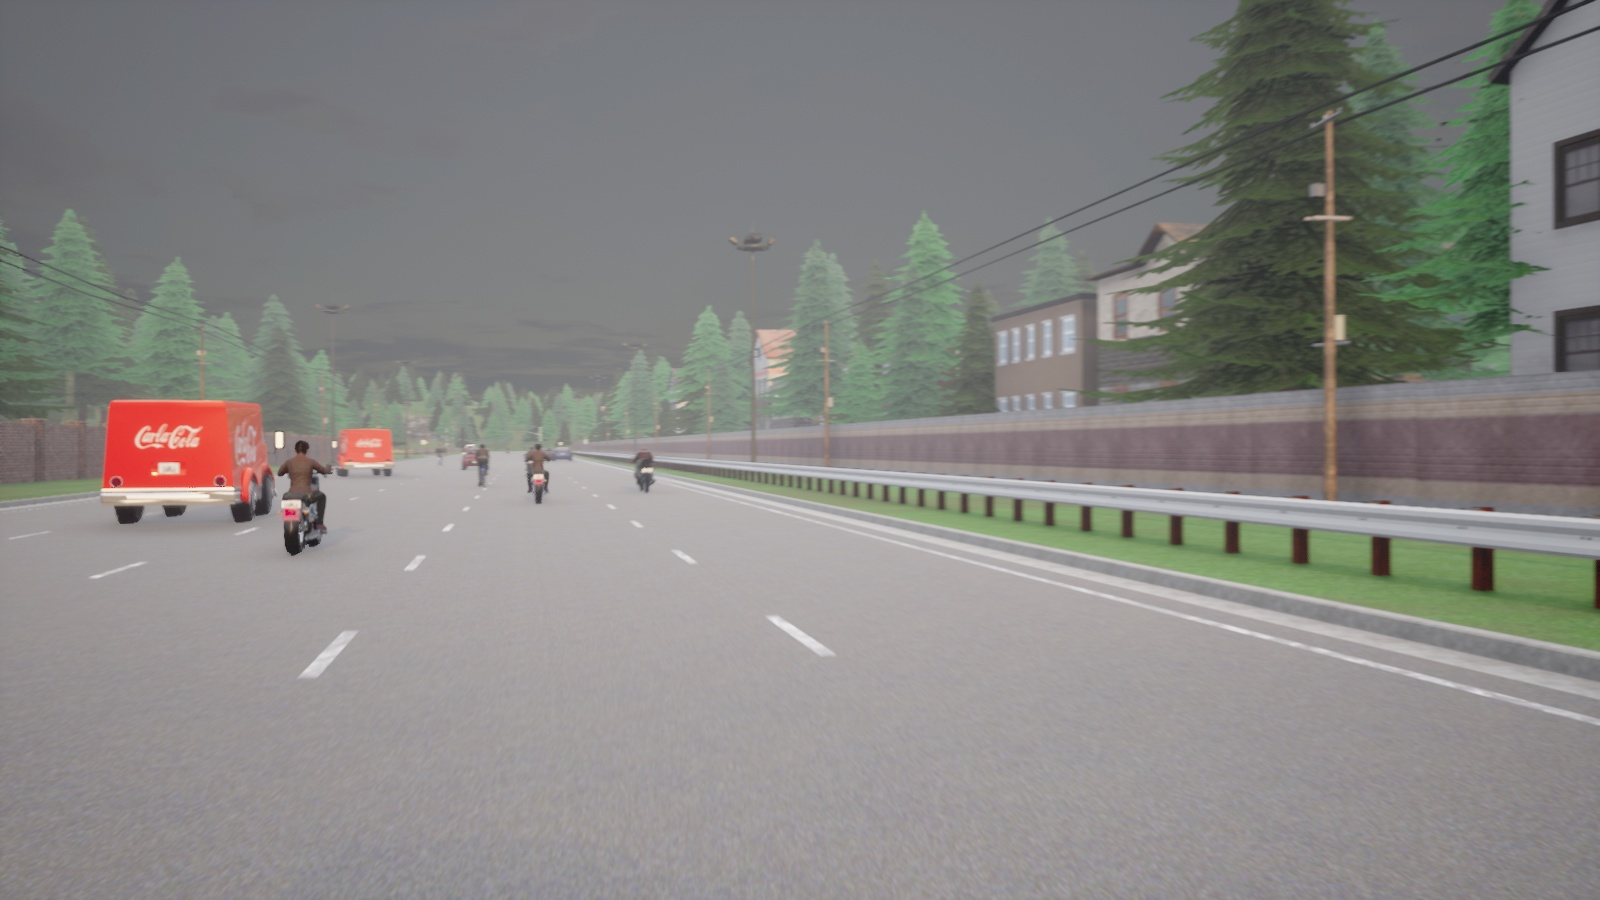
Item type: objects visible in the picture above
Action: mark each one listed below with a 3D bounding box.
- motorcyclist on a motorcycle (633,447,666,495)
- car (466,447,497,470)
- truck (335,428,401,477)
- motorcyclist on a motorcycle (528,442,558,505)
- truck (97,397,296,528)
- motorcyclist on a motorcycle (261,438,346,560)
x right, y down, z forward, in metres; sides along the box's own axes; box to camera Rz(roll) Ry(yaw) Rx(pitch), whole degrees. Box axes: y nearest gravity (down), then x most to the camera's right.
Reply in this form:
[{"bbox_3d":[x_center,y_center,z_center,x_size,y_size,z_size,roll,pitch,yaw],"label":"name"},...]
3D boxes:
[{"bbox_3d":[-4.968,0.670,41.383,0.866,1.530,2.191,0,0,-12],"label":"motorcyclist on a motorcycle"},{"bbox_3d":[-21.172,0.565,83.549,1.816,1.474,4.193,0,0,-12],"label":"car"},{"bbox_3d":[-22.640,0.123,65.731,2.627,2.467,5.204,0,0,-26],"label":"truck"},{"bbox_3d":[-7.005,0.613,34.184,0.766,1.649,2.350,0,0,-12],"label":"motorcyclist on a motorcycle"},{"bbox_3d":[-12.515,0.218,26.495,2.627,2.467,5.204,0,0,-12],"label":"truck"},{"bbox_3d":[-7.151,0.662,18.185,0.766,1.649,2.350,0,0,-12],"label":"motorcyclist on a motorcycle"}]
